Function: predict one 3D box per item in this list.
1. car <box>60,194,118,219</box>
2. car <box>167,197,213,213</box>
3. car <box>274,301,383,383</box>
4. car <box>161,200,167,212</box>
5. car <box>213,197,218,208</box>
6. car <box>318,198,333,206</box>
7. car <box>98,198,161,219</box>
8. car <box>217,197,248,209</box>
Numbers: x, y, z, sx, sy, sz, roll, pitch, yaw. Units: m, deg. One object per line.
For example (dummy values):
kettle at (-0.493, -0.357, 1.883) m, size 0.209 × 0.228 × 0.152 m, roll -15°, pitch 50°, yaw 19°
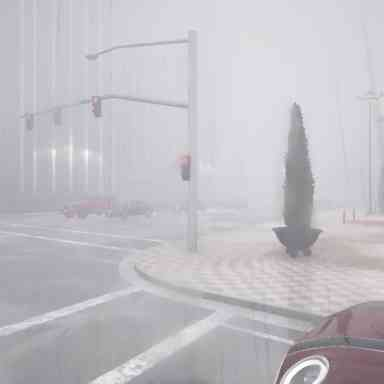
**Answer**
car at (-8.944, 1.221, 29.907) m, size 2.150 × 2.045 × 5.566 m, roll 0°, pitch 0°, yaw 35°
car at (-0.139, 1.492, 36.431) m, size 2.128 × 1.511 × 4.902 m, roll 0°, pitch 0°, yaw 35°
car at (2.793, 1.352, 1.978) m, size 4.553 × 1.767 × 2.097 m, roll 0°, pitch 0°, yaw 36°
car at (-3.241, 1.564, 38.095) m, size 1.994 × 1.385 × 4.181 m, roll 0°, pitch 0°, yaw 35°
car at (3.027, 1.478, 47.076) m, size 1.882 × 1.535 × 5.008 m, roll 0°, pitch 0°, yaw 35°
car at (22.573, 1.601, 56.451) m, size 1.895 × 1.301 × 4.718 m, roll 0°, pitch 0°, yaw 34°
car at (-5.349, 1.492, 28.958) m, size 2.128 × 1.511 × 4.902 m, roll 0°, pitch 0°, yaw 35°
car at (5.959, 1.492, 45.163) m, size 2.128 × 1.511 × 4.902 m, roll 0°, pitch 0°, yaw 35°
